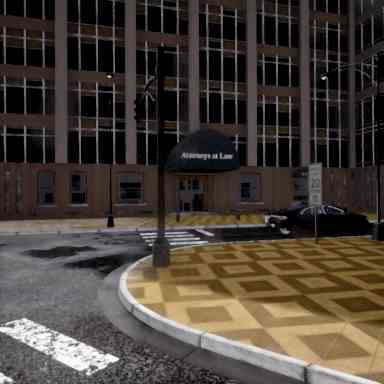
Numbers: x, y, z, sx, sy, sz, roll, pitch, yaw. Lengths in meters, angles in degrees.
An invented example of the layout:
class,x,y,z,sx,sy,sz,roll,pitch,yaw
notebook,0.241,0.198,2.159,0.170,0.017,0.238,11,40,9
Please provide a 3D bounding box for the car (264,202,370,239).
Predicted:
class,x,y,z,sx,sy,sz,roll,pitch,yaw
car,6.082,1.309,15.891,4.902,1.511,2.128,0,0,-14

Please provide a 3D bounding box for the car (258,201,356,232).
class,x,y,z,sx,sy,sz,roll,pitch,yaw
car,6.480,1.313,18.925,4.902,1.511,2.128,0,0,-14
